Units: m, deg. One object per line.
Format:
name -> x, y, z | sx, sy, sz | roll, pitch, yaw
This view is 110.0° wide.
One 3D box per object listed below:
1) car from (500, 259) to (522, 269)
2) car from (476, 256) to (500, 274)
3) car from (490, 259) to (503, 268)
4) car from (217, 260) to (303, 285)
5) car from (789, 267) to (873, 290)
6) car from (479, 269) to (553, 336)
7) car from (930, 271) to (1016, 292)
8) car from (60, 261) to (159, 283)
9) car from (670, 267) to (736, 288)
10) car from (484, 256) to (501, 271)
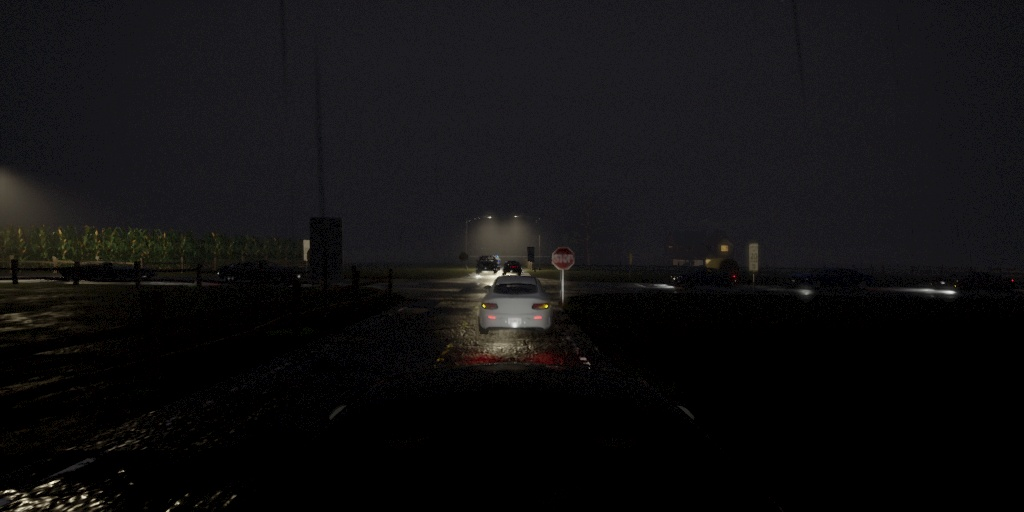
car -> 0.032, 1.244, 38.339 | 1.837, 1.490, 4.892 | 0, 0, 2
car -> -2.815, 0.960, 41.158 | 2.150, 2.045, 5.566 | 0, 0, 0
car -> -2.764, 1.223, 63.890 | 2.128, 1.511, 4.902 | 0, 0, 0
car -> -16.361, 1.040, 23.411 | 4.902, 1.511, 2.128 | 1, 1, 0
car -> 22.661, 1.540, 25.619 | 5.008, 1.535, 1.882 | 1, 1, 1
car -> 0.146, 1.273, 10.270 | 1.812, 1.442, 4.674 | 0, 0, 2
car -> 32.621, 1.777, 25.435 | 4.181, 1.385, 1.994 | 1, 1, 1
car -> -26.302, 1.009, 23.560 | 4.718, 1.301, 1.895 | 1, 1, 1
car -> 13.671, 1.495, 25.778 | 4.181, 1.385, 1.994 | 1, 1, 1
car -> -2.802, 0.957, 51.666 | 2.150, 2.045, 5.566 | 0, 0, 0
